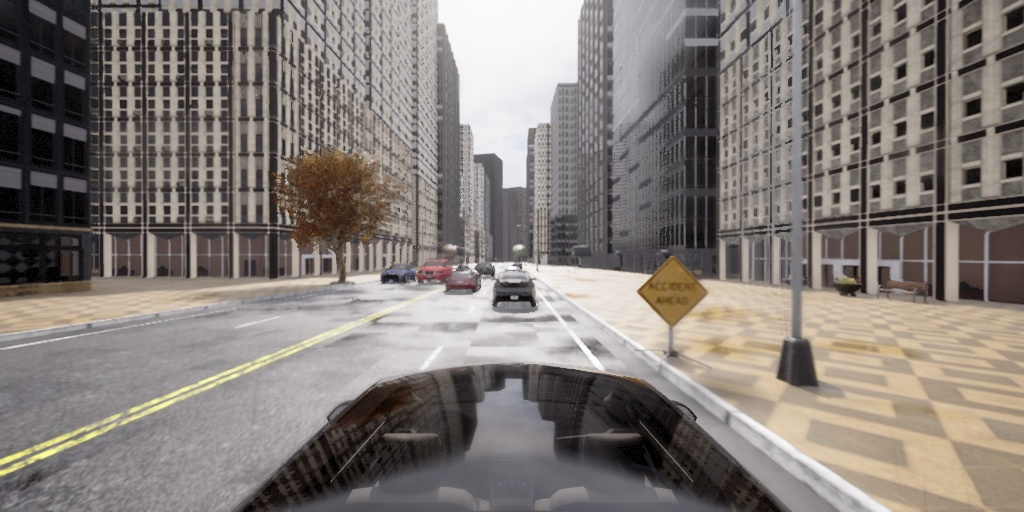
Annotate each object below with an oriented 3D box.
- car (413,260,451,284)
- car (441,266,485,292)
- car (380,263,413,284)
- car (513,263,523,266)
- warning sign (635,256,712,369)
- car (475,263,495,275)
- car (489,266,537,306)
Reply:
[{"bbox_3d":[-6.589,1.332,31.267,2.150,2.045,5.566,0,-1,0],"label":"car"},{"bbox_3d":[-3.145,1.582,23.794,1.994,1.385,4.181,0,-1,0],"label":"car"},{"bbox_3d":[-9.838,1.464,31.403,2.097,1.767,4.553,0,-1,0],"label":"car"},{"bbox_3d":[0.113,1.741,38.127,2.033,1.411,5.357,0,-1,0],"label":"car"},{"bbox_3d":[2.852,0.923,6.451,1.300,1.860,1.060,0,0,0],"label":"warning sign"},{"bbox_3d":[-3.136,1.610,43.386,2.097,1.767,4.553,0,-1,0],"label":"car"},{"bbox_3d":[0.099,1.443,16.964,1.837,1.490,4.892,0,0,0],"label":"car"}]
